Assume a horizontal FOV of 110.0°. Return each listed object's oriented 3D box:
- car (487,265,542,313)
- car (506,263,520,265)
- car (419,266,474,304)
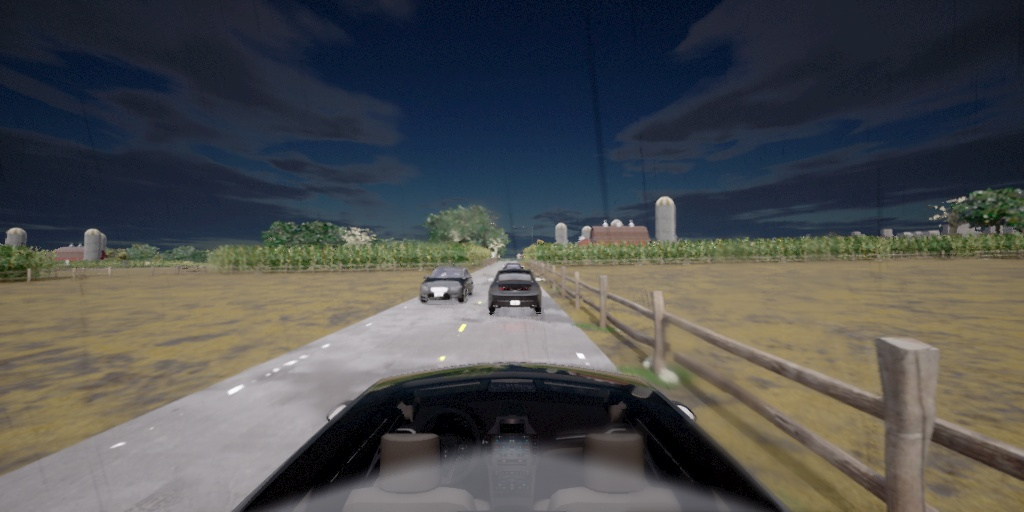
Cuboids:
[{"bbox_3d":[0.100,1.251,13.902,1.837,1.490,4.892,0,0,0],"label":"car"},{"bbox_3d":[0.103,1.287,30.643,1.994,1.385,4.181,0,0,0],"label":"car"},{"bbox_3d":[-2.847,1.235,16.401,2.128,1.511,4.902,0,0,0],"label":"car"}]
